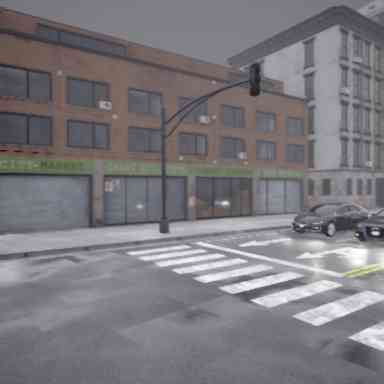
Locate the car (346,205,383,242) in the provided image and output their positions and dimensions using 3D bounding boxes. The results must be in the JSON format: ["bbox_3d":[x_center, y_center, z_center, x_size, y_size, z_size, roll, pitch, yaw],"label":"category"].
[{"bbox_3d":[8.627,1.363,13.829,4.181,1.385,1.994,-1,1,-35],"label":"car"}]

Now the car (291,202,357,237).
[{"bbox_3d":[7.033,1.287,16.675,4.892,1.490,1.837,-1,1,-34],"label":"car"}]
